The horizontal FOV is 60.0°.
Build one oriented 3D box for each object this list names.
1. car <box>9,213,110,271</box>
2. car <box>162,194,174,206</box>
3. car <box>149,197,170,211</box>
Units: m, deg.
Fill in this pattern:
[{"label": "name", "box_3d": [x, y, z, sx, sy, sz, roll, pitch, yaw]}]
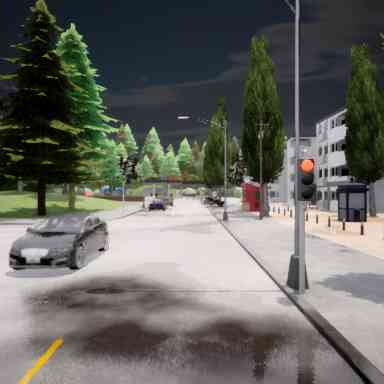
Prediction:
[{"label": "car", "box_3d": [-4.100, 1.491, 11.042, 2.128, 1.511, 4.902, 0, 0, 0]}, {"label": "car", "box_3d": [-4.079, 1.352, 53.089, 2.097, 1.767, 4.553, 0, 0, 0]}, {"label": "car", "box_3d": [-4.100, 1.601, 40.499, 1.895, 1.301, 4.718, 0, 0, 0]}]
